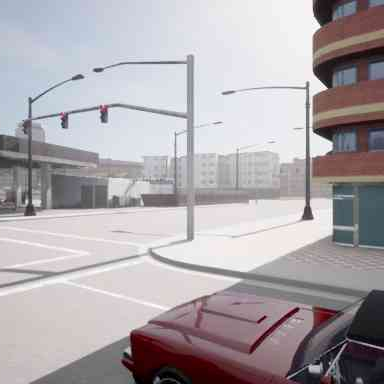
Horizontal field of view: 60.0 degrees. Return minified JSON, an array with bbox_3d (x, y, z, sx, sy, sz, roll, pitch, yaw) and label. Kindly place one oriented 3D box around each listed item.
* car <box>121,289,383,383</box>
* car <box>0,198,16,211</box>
[{"bbox_3d":[1.605,1.601,2.828,4.718,1.301,1.895,0,0,36],"label":"car"},{"bbox_3d":[-22.264,1.456,38.776,3.806,1.475,1.970,0,0,36],"label":"car"}]
